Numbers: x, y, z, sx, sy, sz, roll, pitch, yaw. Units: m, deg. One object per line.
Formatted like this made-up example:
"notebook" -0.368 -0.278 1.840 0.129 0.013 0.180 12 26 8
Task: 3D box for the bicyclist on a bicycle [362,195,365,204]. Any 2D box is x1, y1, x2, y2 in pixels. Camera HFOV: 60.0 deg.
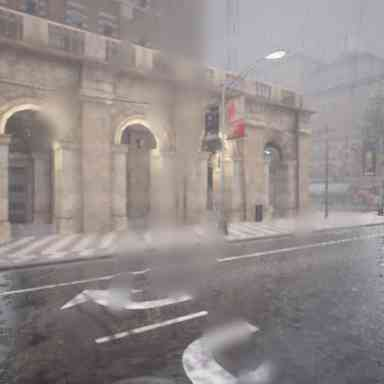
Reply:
"bicyclist on a bicycle" 31.364 1.312 60.622 1.656 1.620 0.582 0 0 -36
